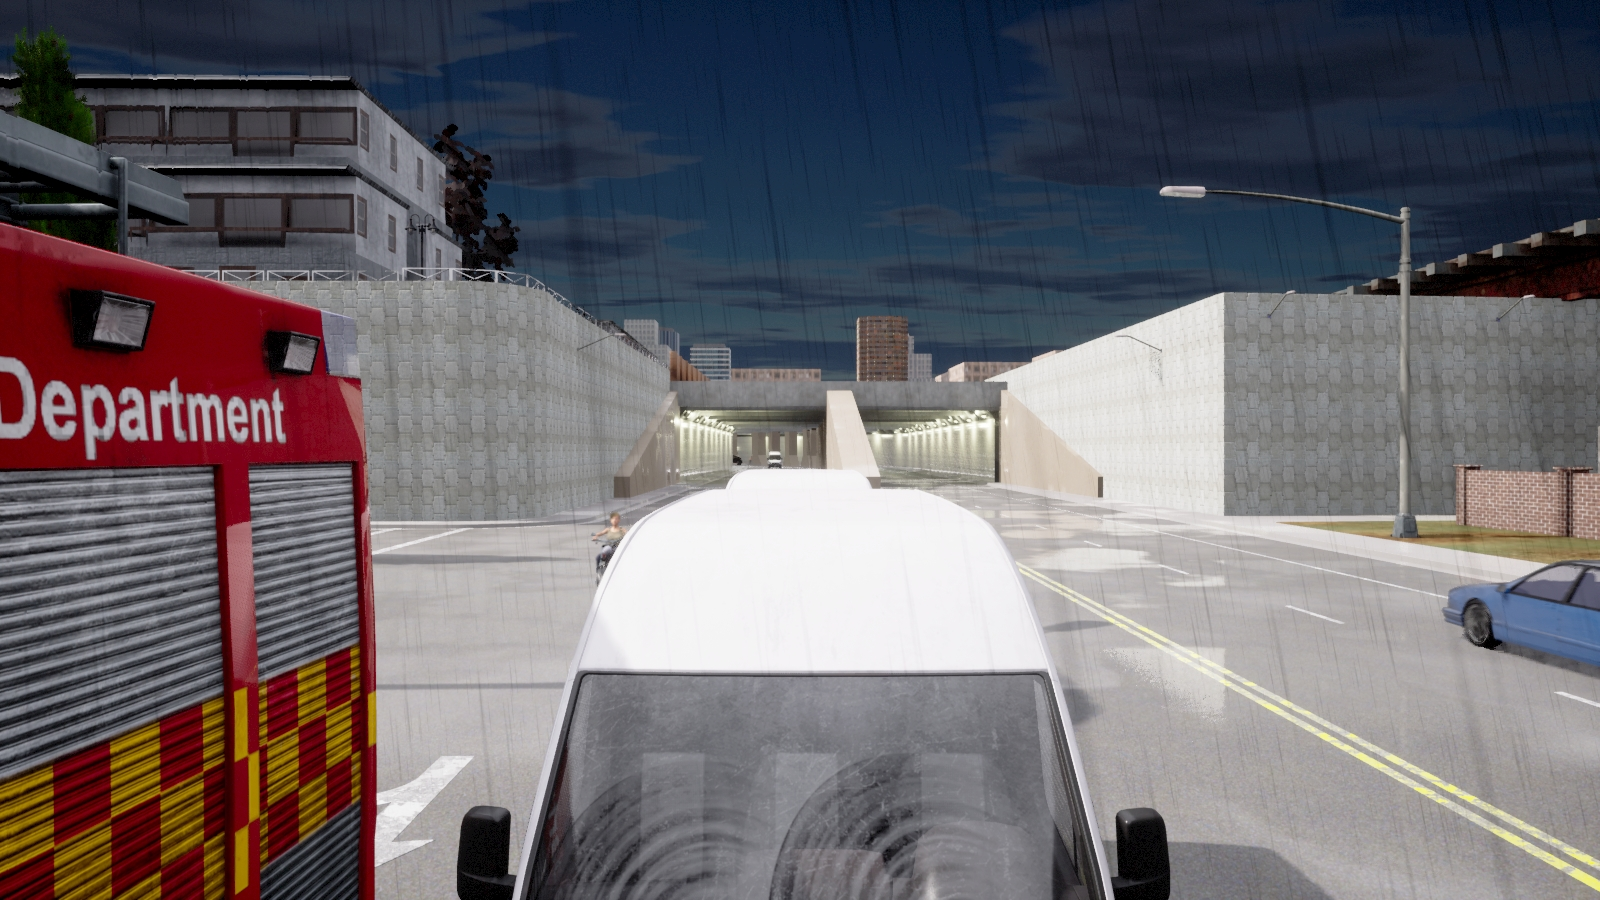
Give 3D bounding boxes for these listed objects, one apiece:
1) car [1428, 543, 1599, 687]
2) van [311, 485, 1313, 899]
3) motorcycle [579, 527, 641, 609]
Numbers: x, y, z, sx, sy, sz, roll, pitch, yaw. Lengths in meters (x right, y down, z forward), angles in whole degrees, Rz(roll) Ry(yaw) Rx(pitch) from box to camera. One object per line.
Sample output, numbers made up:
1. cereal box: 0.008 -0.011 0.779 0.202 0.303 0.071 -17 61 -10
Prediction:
1. car: 10.490 2.106 14.552 2.033 1.411 5.357 0 0 0
2. van: 0.047 1.534 5.226 1.988 2.561 5.915 0 0 1
3. motorcycle: -3.523 2.170 21.387 0.764 1.277 2.356 0 0 0
